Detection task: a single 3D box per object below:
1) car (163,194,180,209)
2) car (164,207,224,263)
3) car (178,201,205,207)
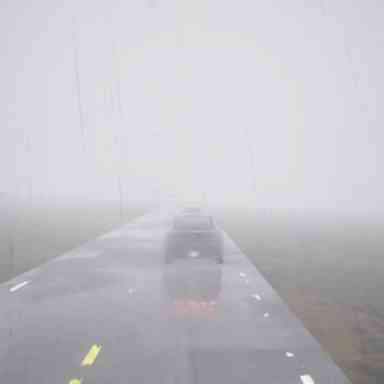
[{"bbox_3d":[-2.824,1.255,47.417,2.150,2.045,5.566,0,0,0],"label":"car"},{"bbox_3d":[0.069,1.510,11.952,1.837,1.490,4.892,0,0,0],"label":"car"},{"bbox_3d":[0.072,1.541,27.865,1.812,1.442,4.674,0,0,0],"label":"car"}]
